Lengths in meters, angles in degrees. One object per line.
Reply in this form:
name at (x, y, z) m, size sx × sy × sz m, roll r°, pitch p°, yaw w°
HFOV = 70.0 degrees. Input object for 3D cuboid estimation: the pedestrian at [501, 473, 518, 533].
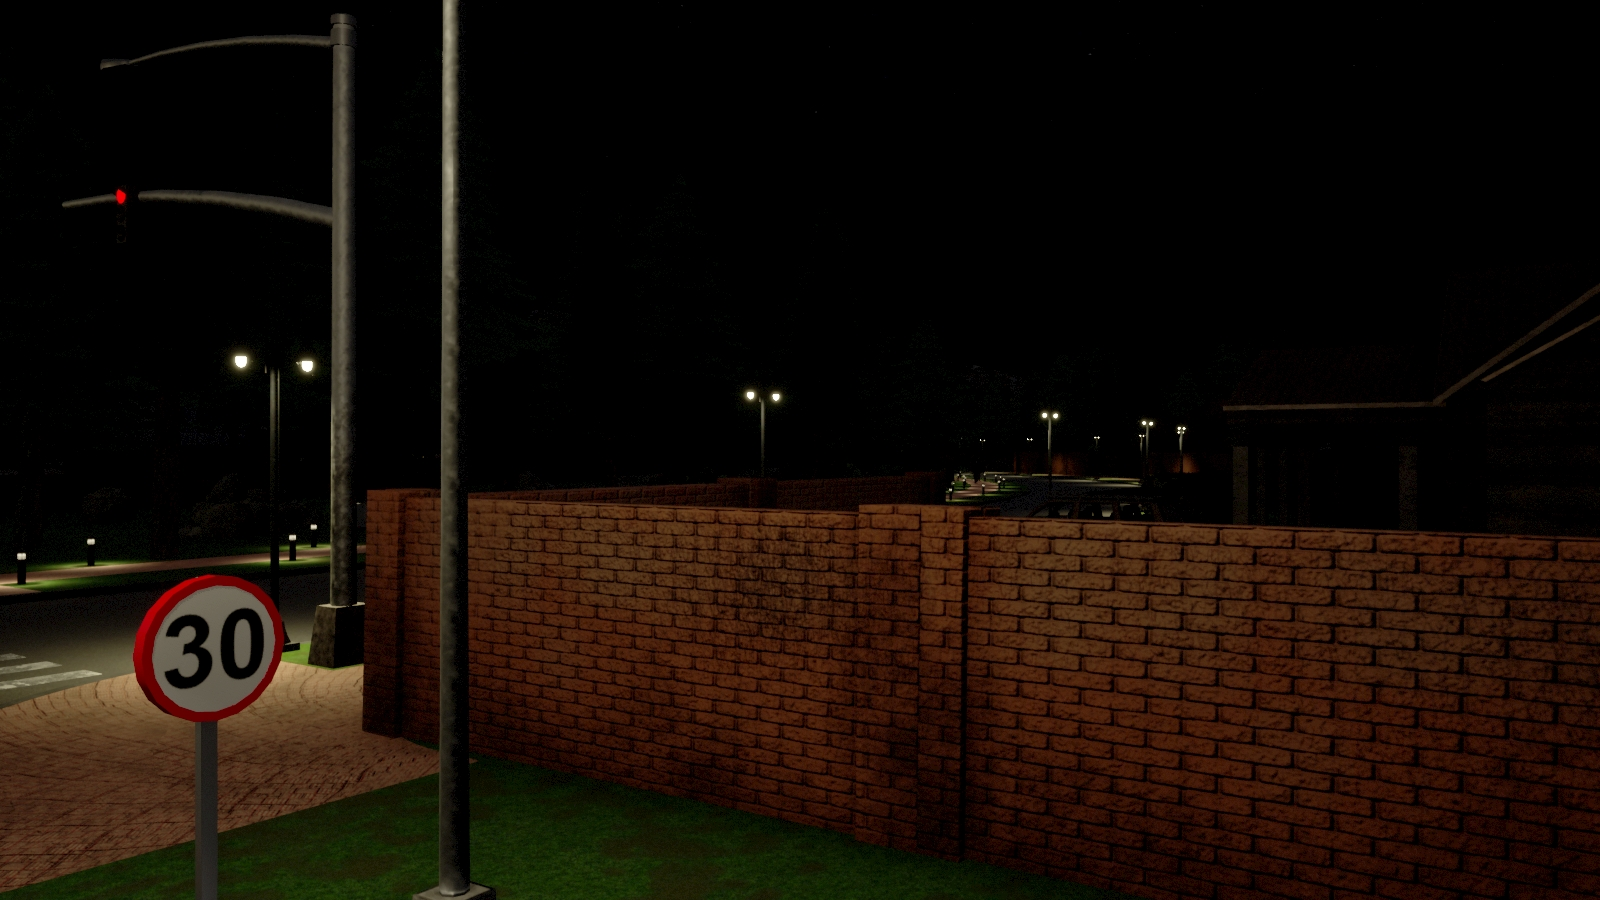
pedestrian at (-9.146, 1.663, 35.959) m, size 0.375 × 1.860 × 0.375 m, roll 0°, pitch 0°, yaw 35°
